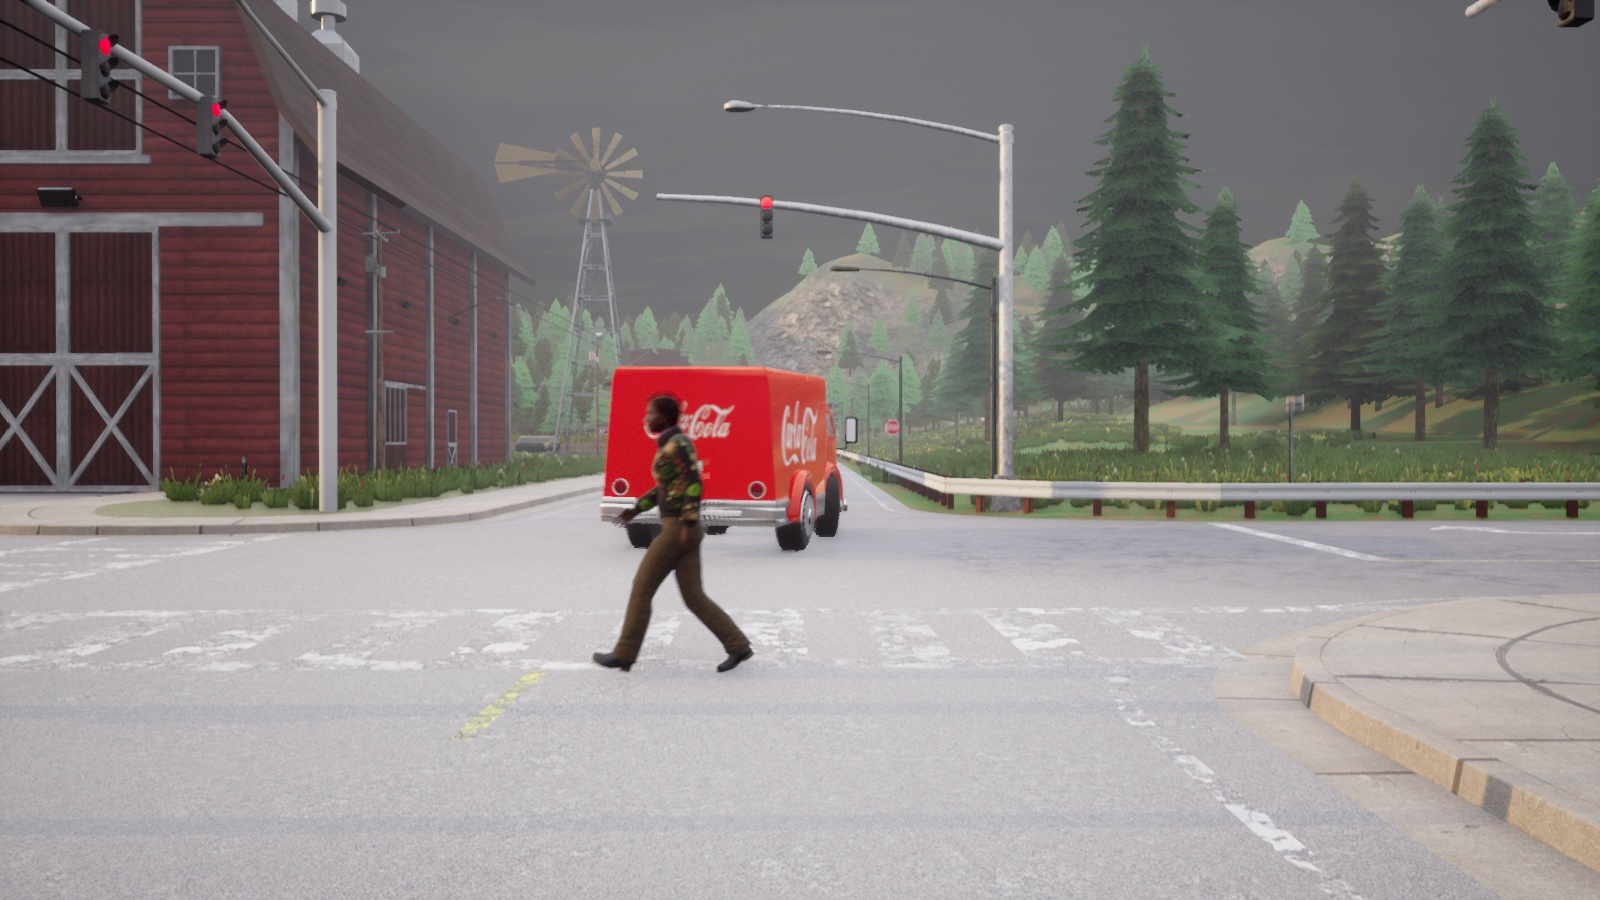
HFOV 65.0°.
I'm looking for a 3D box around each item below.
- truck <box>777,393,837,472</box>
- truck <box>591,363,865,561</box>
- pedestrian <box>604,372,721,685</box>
[{"bbox_3d":[0.373,-0.868,64.699,2.891,3.827,8.468,0,0,0],"label":"truck"},{"bbox_3d":[-0.816,0.120,18.474,2.627,2.467,5.204,1,0,13],"label":"truck"},{"bbox_3d":[-0.863,0.484,7.959,0.692,1.930,0.395,0,0,1],"label":"pedestrian"}]
